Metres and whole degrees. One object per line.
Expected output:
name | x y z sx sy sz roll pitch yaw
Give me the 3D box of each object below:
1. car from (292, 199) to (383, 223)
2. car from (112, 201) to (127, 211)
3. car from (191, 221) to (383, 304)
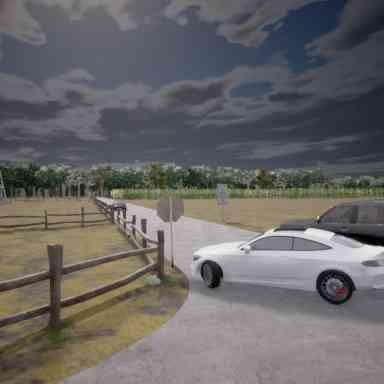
car | 5.108 1.231 9.829 2.150 2.045 5.566 -2 0 -40
car | -10.869 1.988 49.470 2.033 1.411 5.357 -2 0 -18
car | 2.206 1.614 8.202 4.674 1.442 1.812 -2 0 28
